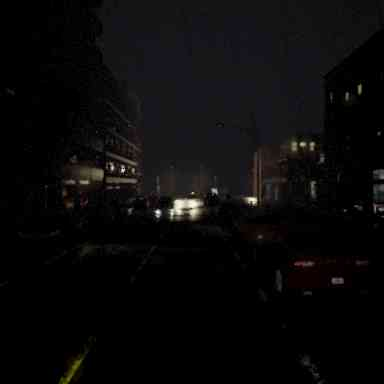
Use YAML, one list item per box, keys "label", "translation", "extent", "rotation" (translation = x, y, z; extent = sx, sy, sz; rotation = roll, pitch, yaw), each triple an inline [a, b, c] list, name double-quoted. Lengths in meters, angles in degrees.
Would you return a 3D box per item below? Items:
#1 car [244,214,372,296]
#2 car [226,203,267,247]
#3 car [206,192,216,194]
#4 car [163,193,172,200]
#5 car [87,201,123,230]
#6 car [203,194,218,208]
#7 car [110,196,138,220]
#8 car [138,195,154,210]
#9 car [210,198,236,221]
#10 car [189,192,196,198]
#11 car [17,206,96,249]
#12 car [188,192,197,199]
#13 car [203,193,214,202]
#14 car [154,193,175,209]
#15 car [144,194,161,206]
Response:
- label: "car"
  translation: [2.688, 1.484, 8.358]
  extent: [1.887, 1.381, 4.507]
  rotation: [-1, 0, 0]
- label: "car"
  translation: [2.693, 1.424, 14.206]
  extent: [1.752, 1.417, 4.829]
  rotation: [-1, 0, 0]
- label: "car"
  translation: [2.720, 0.974, 48.098]
  extent: [2.192, 1.841, 5.009]
  rotation: [-1, 0, 0]
- label: "car"
  translation: [-5.633, 1.000, 76.523]
  extent: [1.887, 1.381, 4.507]
  rotation: [-1, 0, 0]
- label: "car"
  translation: [-5.683, 1.425, 19.750]
  extent: [1.947, 1.339, 4.313]
  rotation: [-1, 0, 0]
- label: "car"
  translation: [2.718, 1.265, 42.423]
  extent: [1.947, 1.339, 4.313]
  rotation: [-1, 0, 0]
- label: "car"
  translation: [-5.679, 1.260, 25.426]
  extent: [1.967, 1.590, 4.097]
  rotation: [-1, 0, 0]
- label: "car"
  translation: [-5.670, 1.179, 36.781]
  extent: [1.967, 1.590, 4.097]
  rotation: [-1, 0, 0]
- label: "car"
  translation: [2.703, 1.385, 25.391]
  extent: [1.947, 1.339, 4.313]
  rotation: [-1, 0, 0]
- label: "car"
  translation: [0.080, 0.814, 91.453]
  extent: [1.994, 1.385, 4.181]
  rotation: [0, 0, 0]
- label: "car"
  translation: [-5.688, 1.482, 14.072]
  extent: [1.802, 1.307, 4.206]
  rotation: [-1, 0, 0]
- label: "car"
  translation: [0.066, 0.849, 75.687]
  extent: [2.128, 1.511, 4.902]
  rotation: [0, 0, 0]
- label: "car"
  translation: [3.056, 1.054, 63.500]
  extent: [1.837, 1.490, 4.892]
  rotation: [0, 0, 0]
- label: "car"
  translation: [-3.057, 1.198, 39.431]
  extent: [1.882, 1.535, 5.008]
  rotation: [0, 0, 0]
- label: "car"
  translation: [-5.659, 1.099, 48.135]
  extent: [1.967, 1.590, 4.097]
  rotation: [-1, 0, 0]
